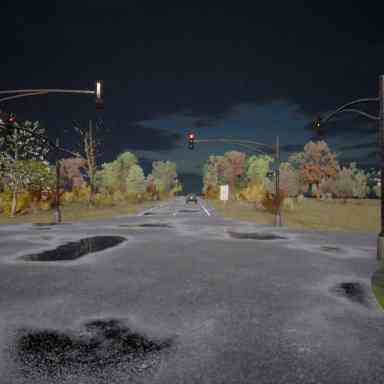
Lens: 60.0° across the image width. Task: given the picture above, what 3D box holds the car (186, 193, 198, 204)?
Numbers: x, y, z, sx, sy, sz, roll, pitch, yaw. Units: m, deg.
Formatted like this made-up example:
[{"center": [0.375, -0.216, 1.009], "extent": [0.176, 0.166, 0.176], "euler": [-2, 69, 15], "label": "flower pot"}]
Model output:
[{"center": [-0.047, 1.292, 67.572], "extent": [2.150, 2.045, 5.566], "euler": [0, 0, 0], "label": "car"}]

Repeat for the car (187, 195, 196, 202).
[{"center": [-0.055, 1.464, 77.963], "extent": [2.033, 1.411, 5.357], "euler": [0, 0, 0], "label": "car"}]
